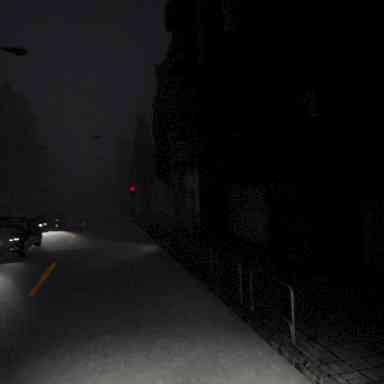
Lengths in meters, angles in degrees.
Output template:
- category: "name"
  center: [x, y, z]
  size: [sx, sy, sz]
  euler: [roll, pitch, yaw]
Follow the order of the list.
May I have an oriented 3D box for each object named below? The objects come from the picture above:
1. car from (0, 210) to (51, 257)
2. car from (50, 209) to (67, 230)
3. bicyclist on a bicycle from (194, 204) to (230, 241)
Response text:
- category: "car"
  center: [-7.644, 1.782, 14.044]
  size: [2.128, 1.511, 4.902]
  euler: [-2, 0, -15]
- category: "car"
  center: [-10.146, 1.956, 23.745]
  size: [1.994, 1.385, 4.181]
  euler: [-2, 0, -14]
- category: "bicyclist on a bicycle"
  center: [0.868, 1.333, 14.623]
  size: [1.656, 1.620, 0.582]
  euler: [-2, 0, -15]
